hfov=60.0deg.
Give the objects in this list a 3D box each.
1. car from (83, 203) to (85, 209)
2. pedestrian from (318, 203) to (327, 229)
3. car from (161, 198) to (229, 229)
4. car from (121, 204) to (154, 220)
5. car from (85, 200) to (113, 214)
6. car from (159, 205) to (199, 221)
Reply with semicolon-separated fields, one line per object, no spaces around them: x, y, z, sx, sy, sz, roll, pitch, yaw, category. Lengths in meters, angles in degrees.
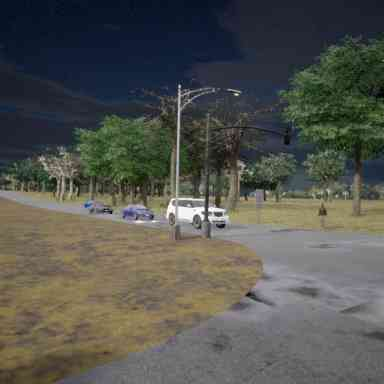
-16.888;2.181;56.088;1.882;1.535;5.008;3;-2;-34;car
9.323;1.717;23.842;0.375;1.860;0.375;1;-1;-34;pedestrian
0.244;1.458;23.765;2.150;2.045;5.566;3;-2;-34;car
-5.349;1.885;32.159;1.812;1.442;4.674;3;-2;-34;car
-11.185;2.018;40.885;1.994;1.385;4.181;3;-2;-34;car
-1.355;2.041;32.787;1.994;1.385;4.181;3;-2;-34;car
